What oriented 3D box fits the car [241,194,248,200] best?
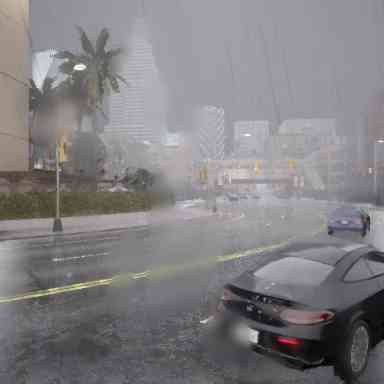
[{"bbox_3d":[14.691,1.483,94.231,1.994,1.385,4.181,0,0,7],"label":"car"}]

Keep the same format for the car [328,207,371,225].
[{"bbox_3d":[8.775,1.537,18.501,2.033,1.411,5.357,0,0,30],"label":"car"}]

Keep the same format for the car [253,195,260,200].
[{"bbox_3d":[18.158,1.528,93.744,1.895,1.301,4.718,0,0,7],"label":"car"}]

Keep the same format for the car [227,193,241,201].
[{"bbox_3d":[10.165,1.419,80.938,2.097,1.535,5.008,0,0,7],"label":"car"}]

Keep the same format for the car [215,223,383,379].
[{"bbox_3d":[2.371,1.522,5.532,4.674,1.442,1.812,0,0,-42],"label":"car"}]

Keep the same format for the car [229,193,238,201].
[{"bbox_3d":[10.797,1.289,87.333,2.185,1.767,4.553,0,0,7],"label":"car"}]
